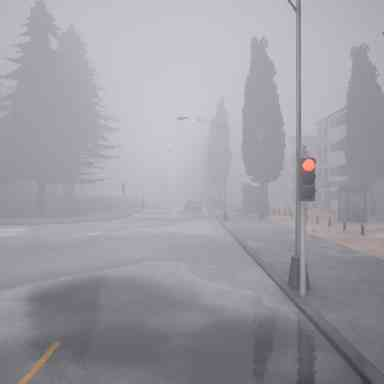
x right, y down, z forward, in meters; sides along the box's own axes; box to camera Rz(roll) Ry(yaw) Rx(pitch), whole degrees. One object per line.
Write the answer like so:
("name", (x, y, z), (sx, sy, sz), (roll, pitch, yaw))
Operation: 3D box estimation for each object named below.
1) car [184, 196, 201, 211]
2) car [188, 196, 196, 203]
("car", (0.083, 1.564, 40.304), (1.994, 1.385, 4.181), (0, 0, 0))
("car", (0.012, 1.669, 73.090), (1.882, 1.535, 5.008), (0, 0, 0))
